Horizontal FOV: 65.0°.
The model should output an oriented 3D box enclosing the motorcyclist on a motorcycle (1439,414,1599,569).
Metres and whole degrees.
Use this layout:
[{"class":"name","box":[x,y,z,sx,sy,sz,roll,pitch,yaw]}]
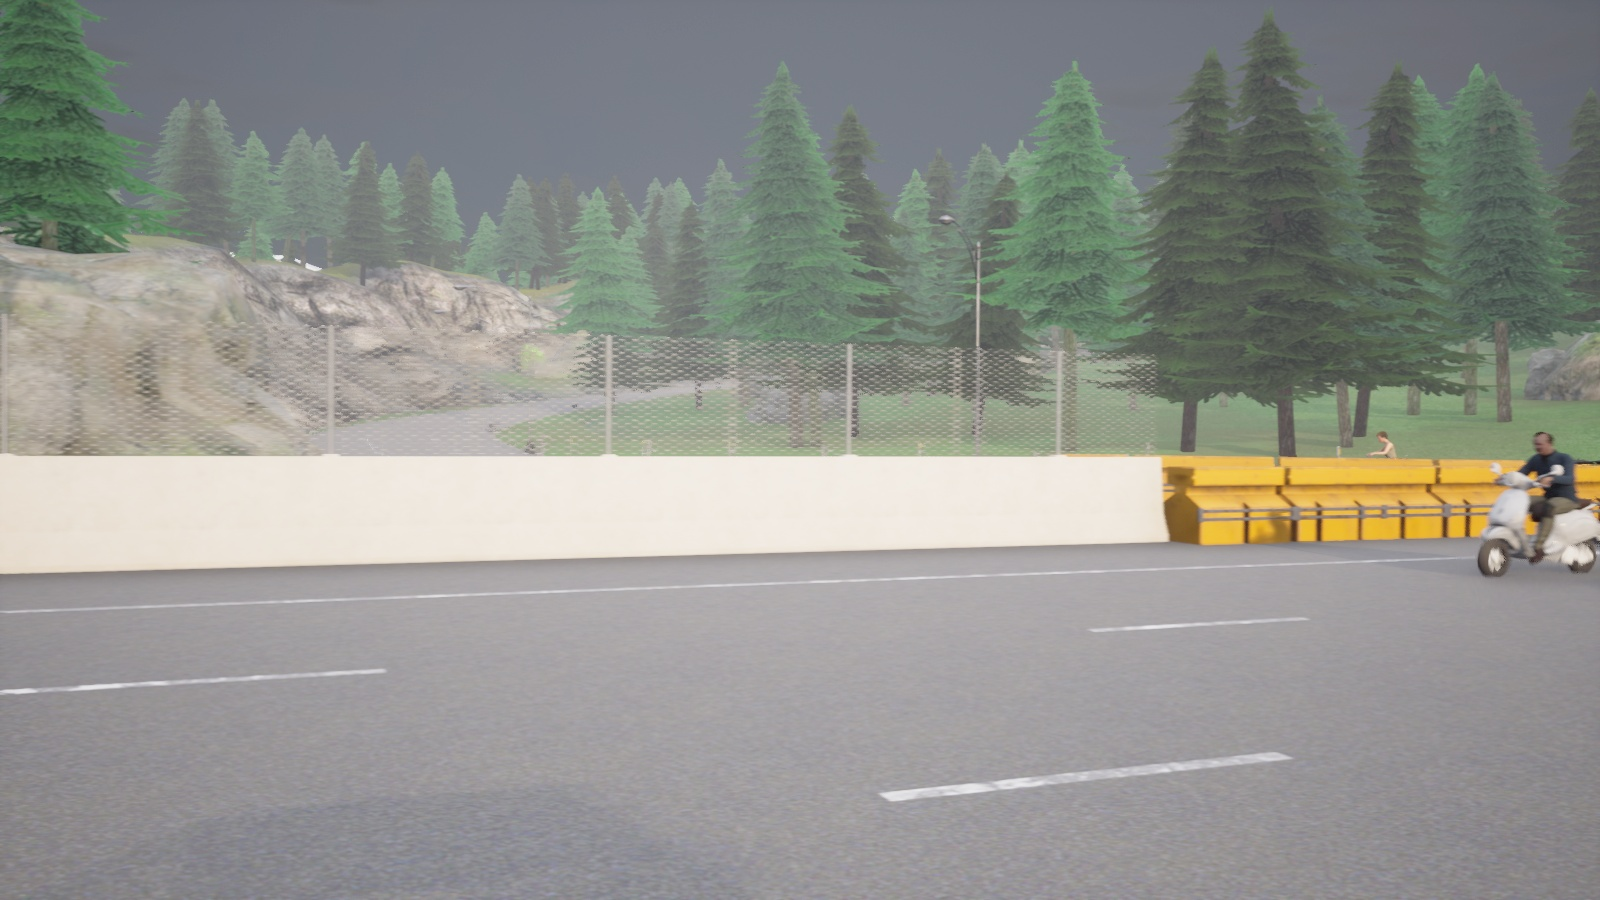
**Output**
[{"class":"motorcyclist on a motorcycle","box":[8.065,0.418,13.785,1.817,1.590,0.866,-1,1,-21]}]
